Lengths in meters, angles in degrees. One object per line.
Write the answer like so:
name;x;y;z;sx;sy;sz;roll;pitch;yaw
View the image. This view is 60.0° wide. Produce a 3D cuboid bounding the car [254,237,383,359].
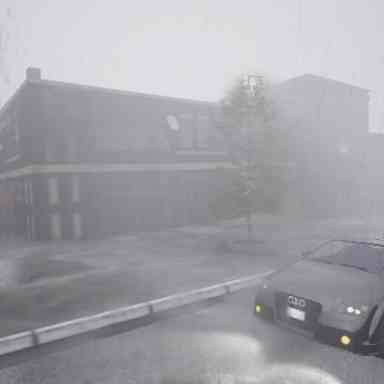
car;3.054;1.554;5.981;4.181;1.385;1.994;0;0;-38
